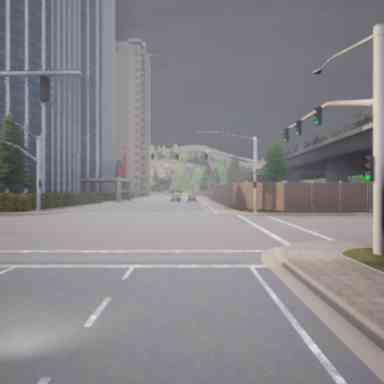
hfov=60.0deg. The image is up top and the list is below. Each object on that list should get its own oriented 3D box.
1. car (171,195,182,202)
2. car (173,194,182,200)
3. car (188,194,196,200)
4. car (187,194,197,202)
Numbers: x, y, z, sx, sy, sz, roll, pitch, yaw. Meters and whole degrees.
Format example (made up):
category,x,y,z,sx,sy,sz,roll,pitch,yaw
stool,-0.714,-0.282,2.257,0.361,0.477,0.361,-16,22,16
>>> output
category,x,y,z,sx,sy,sz,roll,pitch,yaw
car,-3.494,1.382,70.730,2.033,1.411,5.357,0,0,0
car,-3.493,1.279,81.161,1.895,1.301,4.718,0,0,0
car,0.007,1.208,81.131,1.812,1.442,4.674,0,0,0
car,0.006,1.382,70.729,2.033,1.411,5.357,0,0,0
